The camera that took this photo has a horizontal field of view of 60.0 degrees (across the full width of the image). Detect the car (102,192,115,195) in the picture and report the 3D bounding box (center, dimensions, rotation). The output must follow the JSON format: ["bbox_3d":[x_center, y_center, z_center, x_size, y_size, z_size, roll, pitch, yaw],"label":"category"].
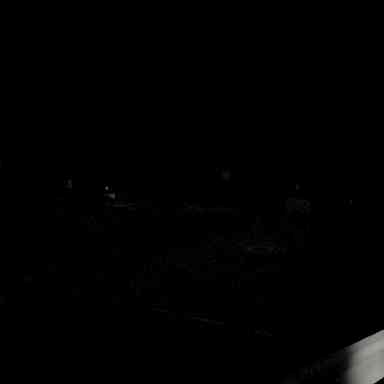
[{"bbox_3d":[-16.549,1.384,64.350,2.097,1.767,4.553,-6,3,-34],"label":"car"}]

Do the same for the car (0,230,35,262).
[{"bbox_3d":[-12.150,3.393,20.295,4.792,1.488,2.163,-3,2,34],"label":"car"}]

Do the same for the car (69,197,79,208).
[{"bbox_3d":[-18.315,1.849,57.409,2.185,1.767,4.553,-3,4,36],"label":"car"}]

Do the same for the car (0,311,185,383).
[{"bbox_3d":[-2.350,3.399,6.468,4.792,1.488,2.163,-1,4,34],"label":"car"}]

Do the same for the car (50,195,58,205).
[{"bbox_3d":[-26.708,1.701,69.880,2.435,2.045,5.566,-3,4,36],"label":"car"}]

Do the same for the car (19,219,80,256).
[{"bbox_3d":[-9.832,2.868,22.012,5.566,2.045,2.435,-3,3,34],"label":"car"}]

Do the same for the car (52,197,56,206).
[{"bbox_3d":[-25.005,1.983,67.410,2.163,1.488,4.792,-3,4,36],"label":"car"}]

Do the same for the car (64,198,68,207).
[{"bbox_3d":[-19.965,2.006,59.925,2.002,1.452,4.674,-3,4,36],"label":"car"}]

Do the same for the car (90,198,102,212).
[{"bbox_3d":[-11.412,1.970,47.655,1.946,1.575,5.366,-3,4,36],"label":"car"}]

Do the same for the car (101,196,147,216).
[{"bbox_3d":[-8.155,1.751,42.501,2.435,2.045,5.566,-2,4,36],"label":"car"}]

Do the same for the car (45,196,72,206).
[{"bbox_3d":[-29.962,1.932,74.995,1.946,1.575,5.366,-3,4,36],"label":"car"}]

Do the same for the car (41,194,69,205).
[{"bbox_3d":[-31.771,1.701,77.341,2.435,2.045,5.566,-3,4,36],"label":"car"}]

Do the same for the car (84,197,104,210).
[{"bbox_3d":[-13.215,2.026,49.986,2.002,1.452,4.674,-3,4,36],"label":"car"}]

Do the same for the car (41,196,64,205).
[{"bbox_3d":[-33.426,1.993,79.817,2.002,1.452,4.674,-2,4,36],"label":"car"}]

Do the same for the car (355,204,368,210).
[{"bbox_3d":[14.101,1.134,24.446,2.097,1.767,4.553,-5,1,-8],"label":"car"}]

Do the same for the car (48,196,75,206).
[{"bbox_3d":[-28.366,1.979,72.382,2.163,1.488,4.792,-3,4,36],"label":"car"}]

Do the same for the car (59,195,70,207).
[{"bbox_3d":[-21.638,1.834,62.425,2.185,1.767,4.553,-2,4,36],"label":"car"}]

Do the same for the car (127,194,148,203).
[{"bbox_3d":[-10.187,1.213,62.218,1.837,1.490,4.892,-6,3,-34],"label":"car"}]

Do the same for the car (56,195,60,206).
[{"bbox_3d":[-23.321,1.830,64.910,2.185,1.767,4.553,-2,4,36],"label":"car"}]

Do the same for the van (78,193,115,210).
[{"bbox_3d":[-14.985,1.767,52.358,1.878,1.987,4.442,-2,4,36],"label":"van"}]

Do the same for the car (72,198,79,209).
[{"bbox_3d":[-16.584,1.975,54.954,2.097,1.535,5.008,-2,4,36],"label":"car"}]
